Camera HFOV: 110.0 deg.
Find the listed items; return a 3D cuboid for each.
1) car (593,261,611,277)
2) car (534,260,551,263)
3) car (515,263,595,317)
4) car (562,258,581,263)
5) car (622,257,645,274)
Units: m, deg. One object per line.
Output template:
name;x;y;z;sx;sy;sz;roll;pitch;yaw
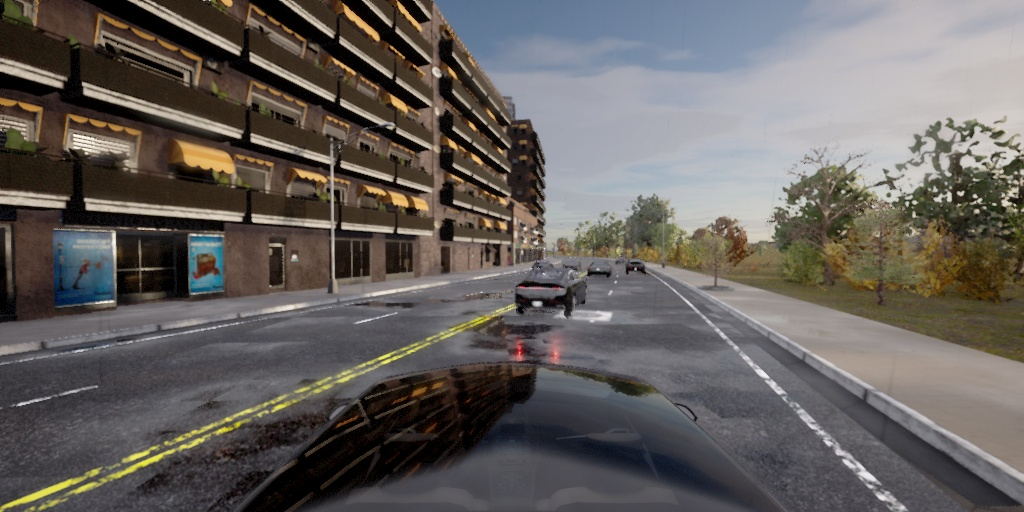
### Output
car;8.018;1.133;32.770;1.994;1.385;4.181;0;0;17
car;3.548;1.101;41.285;1.994;1.385;4.181;0;0;16
car;1.557;1.181;12.963;2.128;1.511;4.902;0;0;19
car;6.898;1.033;41.162;1.837;1.490;4.892;0;0;16
car;12.894;1.032;37.746;1.837;1.490;4.892;0;0;16
